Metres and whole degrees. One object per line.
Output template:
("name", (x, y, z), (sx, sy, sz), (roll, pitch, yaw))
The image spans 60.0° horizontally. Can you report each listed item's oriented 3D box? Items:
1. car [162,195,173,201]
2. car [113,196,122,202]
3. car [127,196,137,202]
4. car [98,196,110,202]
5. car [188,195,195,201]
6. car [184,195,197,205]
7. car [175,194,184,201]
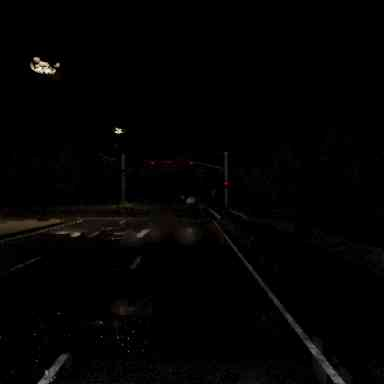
("car", (-7.110, 1.699, 91.667), (2.033, 1.411, 5.357), (0, 0, 1))
("car", (-18.637, 1.628, 83.939), (1.882, 1.535, 5.008), (0, 0, 0))
("car", (-15.136, 1.744, 83.840), (1.895, 1.301, 4.718), (0, 0, 0))
("car", (-22.137, 1.691, 84.002), (2.033, 1.411, 5.357), (0, 0, 0))
("car", (-0.110, 1.683, 91.675), (1.812, 1.442, 4.674), (0, 0, 1))
("car", (-0.099, 1.632, 60.658), (1.812, 1.442, 4.674), (0, 0, 0))
("car", (-3.607, 1.713, 92.083), (1.994, 1.385, 4.181), (0, 0, 1))
